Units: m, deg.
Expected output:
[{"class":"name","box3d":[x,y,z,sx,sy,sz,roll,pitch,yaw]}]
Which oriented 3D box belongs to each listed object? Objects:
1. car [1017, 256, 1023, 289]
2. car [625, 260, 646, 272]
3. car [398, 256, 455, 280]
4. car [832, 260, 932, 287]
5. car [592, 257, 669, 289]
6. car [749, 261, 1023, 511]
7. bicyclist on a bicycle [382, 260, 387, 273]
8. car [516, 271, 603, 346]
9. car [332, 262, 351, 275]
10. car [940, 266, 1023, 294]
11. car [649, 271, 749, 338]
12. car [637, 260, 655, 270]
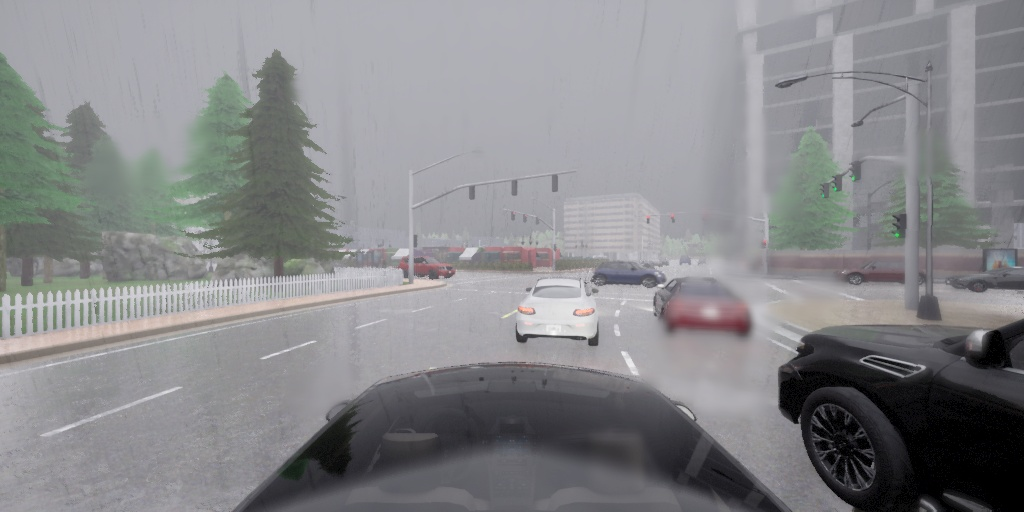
[{"class":"car","box3d":[34.242,1.027,20.660,5.566,2.045,2.150,0,0,30]},{"class":"car","box3d":[16.457,1.314,47.661,1.994,1.385,4.181,0,0,29]},{"class":"car","box3d":[-7.696,1.027,32.090,5.566,2.045,2.150,0,0,30]},{"class":"car","box3d":[25.903,1.157,25.387,4.553,1.767,2.097,0,0,29]},{"class":"car","box3d":[7.627,1.129,23.448,4.553,1.767,2.097,0,0,30]},{"class":"car","box3d":[3.737,0.971,1.179,2.150,2.045,5.566,0,0,0]},{"class":"bicyclist on a bicycle","box3d":[-15.755,1.258,44.253,0.582,1.620,1.656,0,0,-23]},{"class":"car","box3d":[1.271,1.276,9.399,1.812,1.442,4.674,0,0,11]},{"class":"car","box3d":[-19.093,1.370,38.586,4.181,1.385,1.994,0,0,29]},{"class":"car","box3d":[27.992,1.331,20.154,4.674,1.442,1.812,0,0,29]},{"class":"car","box3d":[5.292,1.314,10.409,1.994,1.385,4.181,0,0,17]},{"class":"car","box3d":[20.781,1.351,55.401,1.895,1.301,4.718,0,0,29]}]
